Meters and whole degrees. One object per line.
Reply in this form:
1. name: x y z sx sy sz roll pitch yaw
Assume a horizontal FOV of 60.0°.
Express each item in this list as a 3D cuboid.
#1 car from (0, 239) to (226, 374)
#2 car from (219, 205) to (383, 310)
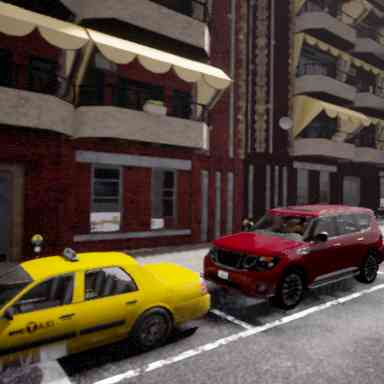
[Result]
1. car: -1.976 1.526 4.665 4.829 1.417 1.752 0 2 -36
2. car: 2.665 1.290 7.976 5.009 1.841 2.192 0 2 -36
